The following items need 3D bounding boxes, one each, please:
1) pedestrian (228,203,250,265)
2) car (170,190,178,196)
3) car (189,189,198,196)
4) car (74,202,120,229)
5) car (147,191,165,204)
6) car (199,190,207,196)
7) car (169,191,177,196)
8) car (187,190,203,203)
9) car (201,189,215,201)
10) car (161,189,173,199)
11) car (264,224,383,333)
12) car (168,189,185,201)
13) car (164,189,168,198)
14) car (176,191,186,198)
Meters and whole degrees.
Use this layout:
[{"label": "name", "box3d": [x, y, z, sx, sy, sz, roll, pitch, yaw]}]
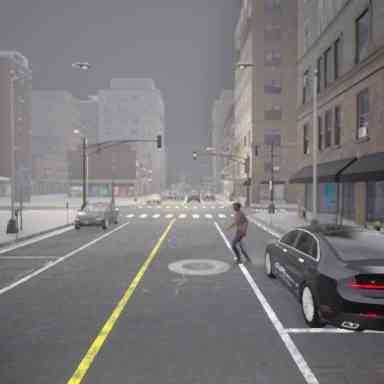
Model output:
[{"label": "pedestrian", "box3d": [1.335, 1.158, 9.513, 0.375, 1.860, 0.375, 0, 1, -8]}, {"label": "car", "box3d": [-4.948, 0.258, 90.894, 1.752, 1.417, 4.829, 0, 1, 0]}, {"label": "car", "box3d": [0.415, 0.159, 85.798, 2.097, 1.767, 4.553, 0, 1, 0]}, {"label": "car", "box3d": [-5.297, 1.283, 18.931, 2.008, 1.369, 4.403, 0, 1, 0]}, {"label": "car", "box3d": [-5.168, 0.886, 45.604, 1.752, 1.417, 4.829, 0, 1, 0]}, {"label": "car", "box3d": [3.077, 0.282, 91.025, 2.008, 1.369, 4.403, 0, 1, 0]}, {"label": "car", "box3d": [-4.975, 0.390, 85.404, 1.802, 1.307, 4.206, 0, 1, 0]}, {"label": "car", "box3d": [0.309, 0.802, 50.204, 1.837, 1.490, 4.892, 0, 1, 1]}, {"label": "car", "box3d": [2.913, 0.642, 57.056, 1.967, 1.590, 4.097, 0, 1, 0]}, {"label": "car", "box3d": [-5.057, 0.359, 68.416, 2.192, 1.841, 5.009, 0, 1, 0]}, {"label": "car", "box3d": [2.782, 1.409, 6.768, 1.837, 1.490, 4.892, 0, 1, 0]}, {"label": "car", "box3d": [-2.528, 0.545, 57.646, 2.097, 1.767, 4.553, 0, 1, 1]}, {"label": "car", "box3d": [-5.084, 0.673, 62.758, 2.008, 1.369, 4.403, 0, 1, 0]}, {"label": "car", "box3d": [-2.396, 0.475, 73.373, 1.837, 1.490, 4.892, 0, 1, 0]}]
